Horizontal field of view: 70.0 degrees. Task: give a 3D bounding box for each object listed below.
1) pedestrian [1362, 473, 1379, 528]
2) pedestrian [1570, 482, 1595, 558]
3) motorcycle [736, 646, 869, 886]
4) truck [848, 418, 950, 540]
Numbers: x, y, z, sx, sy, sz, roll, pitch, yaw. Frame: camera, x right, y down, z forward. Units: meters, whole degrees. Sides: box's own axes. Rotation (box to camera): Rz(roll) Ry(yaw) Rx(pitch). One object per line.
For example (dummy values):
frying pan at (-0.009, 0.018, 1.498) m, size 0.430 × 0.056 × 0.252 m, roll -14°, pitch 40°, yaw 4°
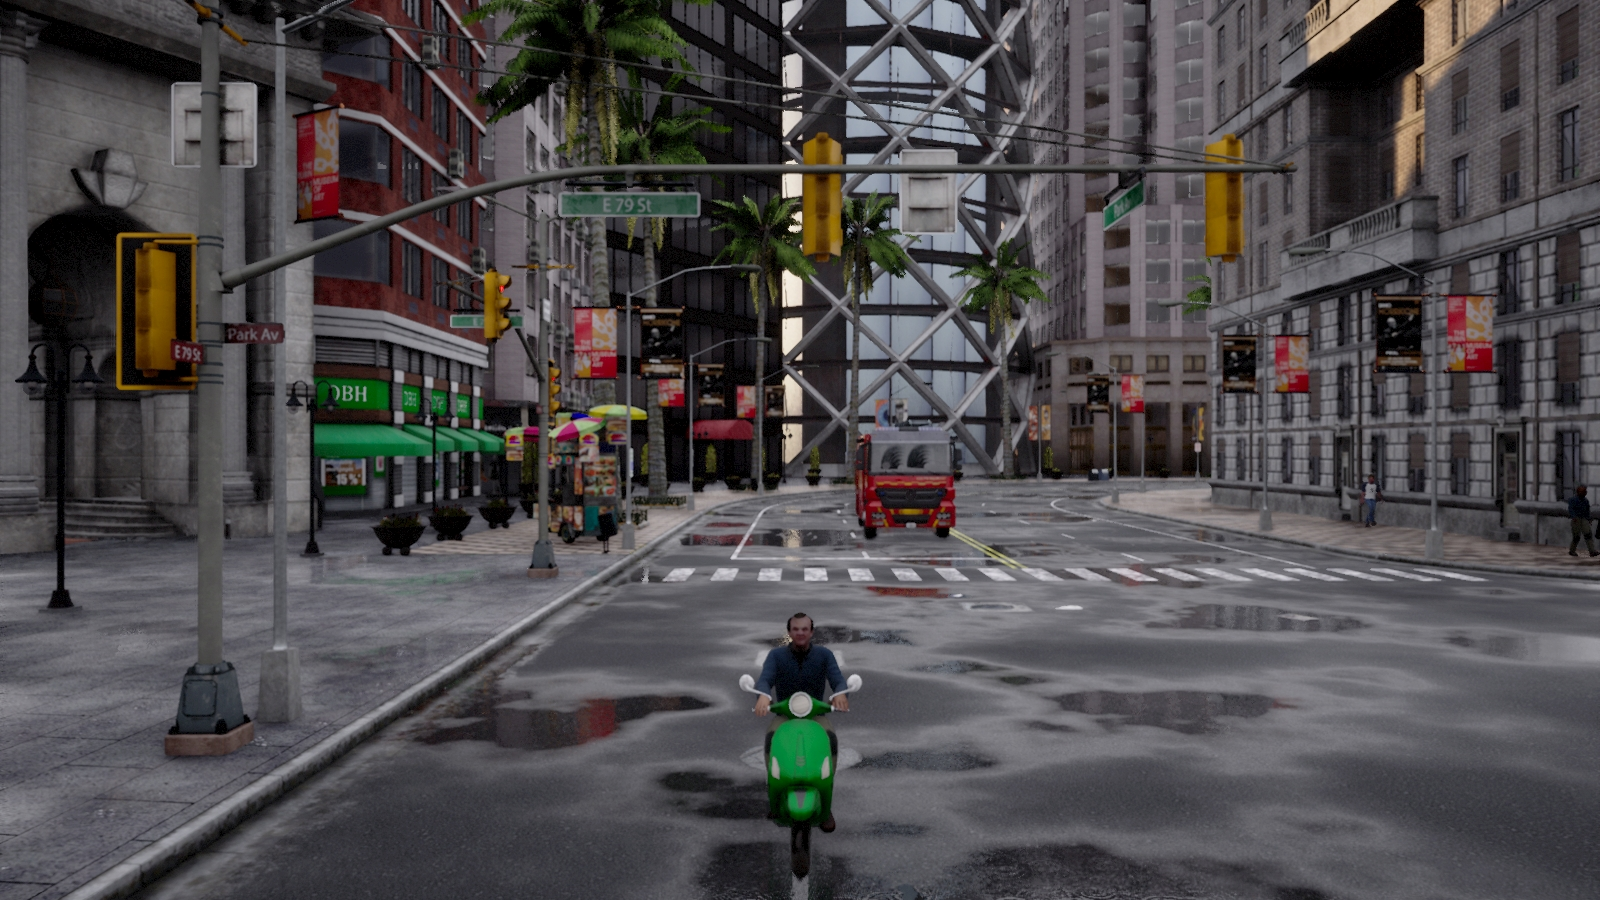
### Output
pedestrian at (19.574, 1.718, 39.216) m, size 0.375 × 1.860 × 0.375 m, roll 0°, pitch 0°, yaw 0°
pedestrian at (19.196, 1.712, 28.036) m, size 0.375 × 1.860 × 0.375 m, roll 0°, pitch 0°, yaw 2°
motorcycle at (0.014, 2.188, 8.246) m, size 0.856 × 1.236 × 1.805 m, roll 0°, pitch 0°, yaw 0°
truck at (3.281, 0.913, 39.931) m, size 2.891 × 3.827 × 8.468 m, roll 0°, pitch 0°, yaw 0°
